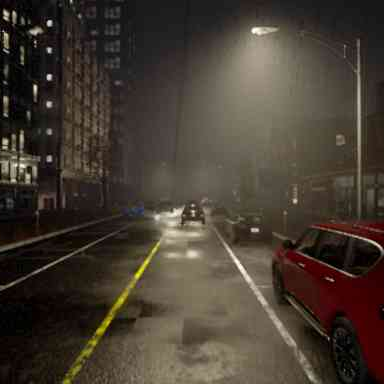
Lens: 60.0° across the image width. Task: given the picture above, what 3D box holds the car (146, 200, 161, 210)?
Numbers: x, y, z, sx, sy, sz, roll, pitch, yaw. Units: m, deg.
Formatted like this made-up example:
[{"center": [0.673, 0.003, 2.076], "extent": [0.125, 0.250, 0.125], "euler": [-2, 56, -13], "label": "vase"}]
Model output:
[{"center": [-5.708, 1.934, 49.478], "extent": [1.802, 1.307, 4.206], "euler": [0, 0, 0], "label": "car"}]

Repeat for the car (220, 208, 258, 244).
[{"center": [2.685, 1.678, 16.258], "extent": [1.947, 1.339, 4.313], "euler": [0, 0, 0], "label": "car"}]

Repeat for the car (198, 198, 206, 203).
[{"center": [2.657, 2.219, 88.238], "extent": [1.947, 1.339, 4.313], "euler": [0, 0, 0], "label": "car"}]

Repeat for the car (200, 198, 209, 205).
[{"center": [2.664, 2.066, 71.627], "extent": [1.887, 1.381, 4.507], "euler": [0, 0, 0], "label": "car"}]

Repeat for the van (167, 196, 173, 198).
[{"center": [-5.717, 1.862, 71.626], "extent": [1.690, 1.788, 3.998], "euler": [0, 0, 0], "label": "van"}]

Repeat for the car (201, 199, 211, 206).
[{"center": [2.666, 2.060, 66.090], "extent": [1.802, 1.307, 4.206], "euler": [0, 0, 0], "label": "car"}]

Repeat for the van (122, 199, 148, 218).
[{"center": [-5.701, 1.571, 32.869], "extent": [1.690, 1.788, 3.998], "euler": [0, 0, 0], "label": "van"}]

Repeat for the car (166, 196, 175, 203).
[{"center": [-5.723, 1.968, 88.238], "extent": [2.192, 1.841, 5.009], "euler": [0, 0, 0], "label": "car"}]

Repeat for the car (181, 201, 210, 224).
[{"center": [0.090, 1.730, 26.239], "extent": [2.033, 1.411, 5.357], "euler": [0, 0, 0], "label": "car"}]

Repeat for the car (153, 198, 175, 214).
[{"center": [-3.090, 1.751, 38.905], "extent": [1.882, 1.535, 5.008], "euler": [0, 0, 0], "label": "car"}]

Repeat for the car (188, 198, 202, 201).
[{"center": [0.082, 1.821, 44.656], "extent": [1.837, 1.490, 4.892], "euler": [0, 0, 0], "label": "car"}]

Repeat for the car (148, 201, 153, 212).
[{"center": [-5.706, 1.835, 43.772], "extent": [1.752, 1.417, 4.829], "euler": [0, 0, 0], "label": "car"}]

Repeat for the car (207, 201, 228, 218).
[{"center": [2.679, 1.812, 32.869], "extent": [1.802, 1.307, 4.206], "euler": [0, 0, 0], "label": "car"}]

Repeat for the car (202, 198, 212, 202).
[{"center": [2.669, 1.876, 60.554], "extent": [1.967, 1.590, 4.097], "euler": [0, 0, 0], "label": "car"}]

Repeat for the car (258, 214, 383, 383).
[{"center": [2.691, 1.351, 5.186], "extent": [2.192, 1.841, 5.009], "euler": [0, 0, 0], "label": "car"}]
